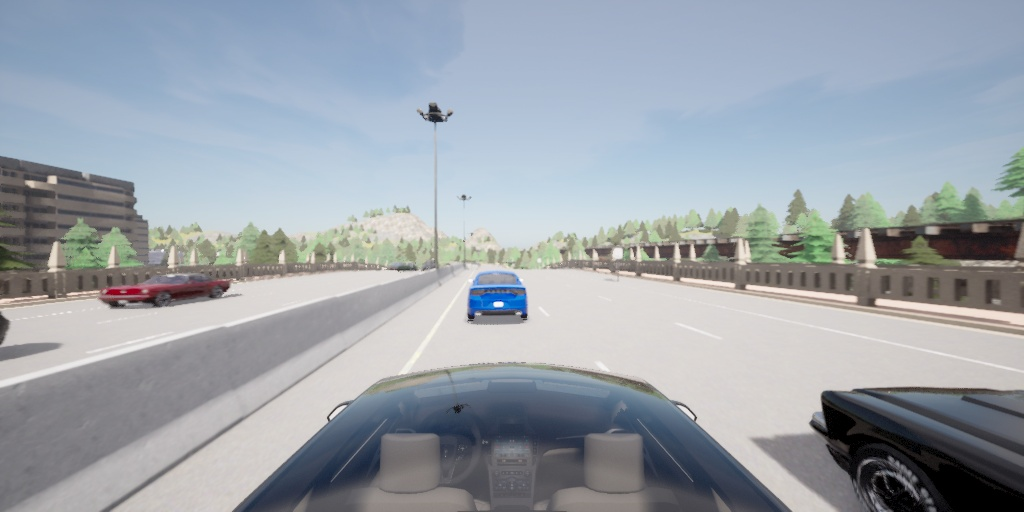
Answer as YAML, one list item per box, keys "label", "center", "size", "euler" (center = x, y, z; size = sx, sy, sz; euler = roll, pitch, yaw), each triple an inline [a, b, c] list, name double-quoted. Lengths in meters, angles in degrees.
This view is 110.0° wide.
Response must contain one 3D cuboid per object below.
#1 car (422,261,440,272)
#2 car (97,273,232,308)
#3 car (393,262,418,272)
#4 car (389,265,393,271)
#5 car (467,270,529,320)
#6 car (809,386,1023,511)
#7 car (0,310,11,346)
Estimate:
- label: "car"
  center: [-10.260, 1.350, 45.758]
  size: [1.837, 1.490, 4.892]
  euler: [0, 0, -4]
- label: "car"
  center: [-14.981, 1.440, 15.859]
  size: [1.895, 1.301, 4.718]
  euler: [0, 0, -4]
- label: "car"
  center: [-13.921, 1.471, 47.730]
  size: [1.895, 1.301, 4.718]
  euler: [0, 0, -4]
- label: "car"
  center: [-18.132, 1.677, 57.323]
  size: [2.033, 1.411, 5.357]
  euler: [0, -2, -4]
- label: "car"
  center: [-0.550, 1.241, 12.793]
  size: [1.882, 1.535, 5.008]
  euler: [0, 0, -4]
- label: "car"
  center: [3.506, 1.335, 0.944]
  size: [1.895, 1.301, 4.718]
  euler: [0, 0, 0]
- label: "car"
  center: [-10.757, 1.309, 4.937]
  size: [1.837, 1.490, 4.892]
  euler: [0, 0, -3]
